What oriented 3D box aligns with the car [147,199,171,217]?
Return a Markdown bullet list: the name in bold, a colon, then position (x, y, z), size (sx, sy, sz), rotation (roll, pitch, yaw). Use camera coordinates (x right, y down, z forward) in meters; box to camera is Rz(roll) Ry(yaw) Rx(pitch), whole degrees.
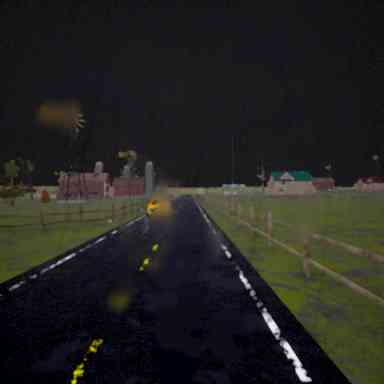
- **car**: position (-2.989, 1.405, 30.895), size (1.882, 1.535, 5.008), rotation (0, 0, 0)
